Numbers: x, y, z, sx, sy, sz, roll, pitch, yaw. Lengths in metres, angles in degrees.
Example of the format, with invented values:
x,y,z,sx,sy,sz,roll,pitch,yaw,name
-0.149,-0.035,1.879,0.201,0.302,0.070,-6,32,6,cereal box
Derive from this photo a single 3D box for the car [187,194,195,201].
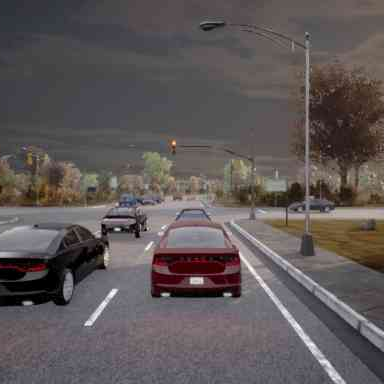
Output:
x,y,z,sx,sy,sz,roll,pitch,yaw,name
-0.198,1.348,85.774,2.097,1.767,4.553,0,0,0,car

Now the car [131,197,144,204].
x,y,z,sx,sy,sz,roll,pitch,yaw,name
-10.681,1.601,65.588,1.895,1.301,4.718,0,0,0,car

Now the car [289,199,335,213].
x,y,z,sx,sy,sz,roll,pitch,yaw,name
13.295,1.505,36.965,4.892,1.490,1.837,0,0,3,car

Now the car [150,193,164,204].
x,y,z,sx,sy,sz,roll,pitch,yaw,name
-7.192,1.221,64.515,2.150,2.045,5.566,0,0,1,car

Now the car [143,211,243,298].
x,y,z,sx,sy,sz,roll,pitch,yaw,name
0.082,1.478,8.580,1.882,1.535,5.008,0,0,0,car

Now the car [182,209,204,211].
x,y,z,sx,sy,sz,roll,pitch,yaw,name
0.062,1.564,17.569,1.994,1.385,4.181,0,0,0,car

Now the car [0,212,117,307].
x,y,z,sx,sy,sz,roll,pitch,yaw,name
-3.416,1.478,8.106,1.882,1.535,5.008,0,0,0,car

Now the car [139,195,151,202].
x,y,z,sx,sy,sz,roll,pitch,yaw,name
-10.679,1.500,75.869,1.837,1.490,4.892,0,0,0,car

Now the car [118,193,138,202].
x,y,z,sx,sy,sz,roll,pitch,yaw,name
-10.681,1.221,55.821,2.150,2.045,5.566,0,0,2,car

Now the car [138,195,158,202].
x,y,z,sx,sy,sz,roll,pitch,yaw,name
-7.219,1.564,55.402,1.994,1.385,4.181,0,0,-1,car

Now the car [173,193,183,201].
x,y,z,sx,sy,sz,roll,pitch,yaw,name
-3.697,1.217,85.409,2.150,2.045,5.566,0,0,0,car

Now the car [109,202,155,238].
x,y,z,sx,sy,sz,roll,pitch,yaw,name
-3.432,1.491,17.592,2.128,1.511,4.902,0,0,-1,car
